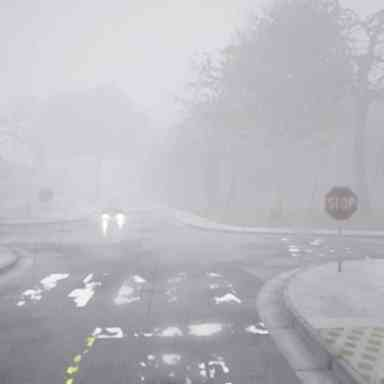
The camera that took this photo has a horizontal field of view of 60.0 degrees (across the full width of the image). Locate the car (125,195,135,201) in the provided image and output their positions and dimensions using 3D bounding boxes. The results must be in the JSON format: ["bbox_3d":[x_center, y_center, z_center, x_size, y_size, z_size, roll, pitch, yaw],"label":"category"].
[{"bbox_3d":[-13.434,1.255,71.872,1.895,1.301,4.718,0,0,-12],"label":"car"}]

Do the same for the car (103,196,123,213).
[{"bbox_3d":[-8.024,1.418,33.885,1.895,1.301,4.718,0,0,-12],"label":"car"}]

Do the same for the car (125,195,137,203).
[{"bbox_3d":[-11.197,1.303,61.663,2.128,1.511,4.902,0,0,-12],"label":"car"}]

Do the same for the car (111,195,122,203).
[{"bbox_3d":[-14.865,1.334,65.555,2.128,1.511,4.902,0,0,-12],"label":"car"}]
